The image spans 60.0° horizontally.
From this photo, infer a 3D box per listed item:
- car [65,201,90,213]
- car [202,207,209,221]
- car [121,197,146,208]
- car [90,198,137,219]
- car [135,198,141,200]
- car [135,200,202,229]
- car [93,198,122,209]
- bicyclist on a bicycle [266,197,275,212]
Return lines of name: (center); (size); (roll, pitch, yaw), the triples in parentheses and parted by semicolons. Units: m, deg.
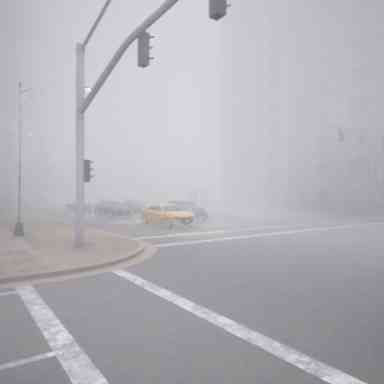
car: (-13.108, 1.677, 38.397); (1.895, 1.301, 4.718); (0, 0, -36)
car: (-0.619, 1.438, 27.093); (2.097, 1.767, 4.553); (0, 0, -36)
car: (-9.067, 1.625, 51.478); (2.128, 1.511, 4.902); (0, 0, -31)
car: (-7.212, 1.549, 30.232); (1.882, 1.535, 5.008); (0, 0, -36)
car: (-6.024, 1.568, 34.549); (1.882, 1.535, 5.008); (0, 0, -36)
car: (-1.731, 1.545, 22.665); (1.882, 1.535, 5.008); (0, 0, -36)
car: (-12.674, 1.661, 49.633); (2.033, 1.411, 5.357); (0, 0, -39)
bicyclist on a bicycle: (9.050, 1.461, 38.421); (1.656, 1.620, 0.582); (0, 0, -36)
